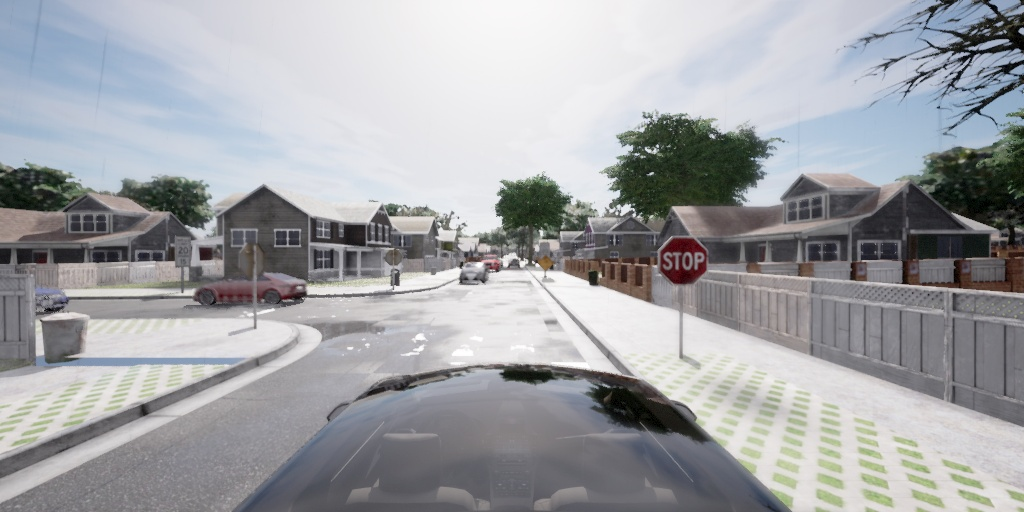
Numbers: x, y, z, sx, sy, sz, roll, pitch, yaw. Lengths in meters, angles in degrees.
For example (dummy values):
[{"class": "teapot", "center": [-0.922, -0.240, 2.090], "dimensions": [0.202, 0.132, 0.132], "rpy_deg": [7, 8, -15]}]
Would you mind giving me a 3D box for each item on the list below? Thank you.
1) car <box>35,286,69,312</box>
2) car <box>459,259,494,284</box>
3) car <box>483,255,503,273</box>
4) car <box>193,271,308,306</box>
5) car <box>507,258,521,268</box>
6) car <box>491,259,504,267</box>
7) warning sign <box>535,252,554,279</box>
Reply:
[{"class": "car", "center": [-18.874, 1.421, 12.760], "dimensions": [4.674, 1.442, 1.812], "rpy_deg": [0, 0, 0]}, {"class": "car", "center": [-2.739, 1.221, 26.658], "dimensions": [2.128, 1.511, 4.902], "rpy_deg": [0, 0, 1]}, {"class": "car", "center": [-2.640, 0.919, 43.759], "dimensions": [2.150, 2.045, 5.566], "rpy_deg": [0, 0, 0]}, {"class": "car", "center": [-11.371, 1.384, 15.786], "dimensions": [4.181, 1.385, 1.994], "rpy_deg": [0, 0, -1]}, {"class": "car", "center": [0.321, 1.184, 57.676], "dimensions": [1.812, 1.442, 4.674], "rpy_deg": [0, 0, 1]}, {"class": "car", "center": [-2.455, 1.193, 62.104], "dimensions": [2.033, 1.411, 5.357], "rpy_deg": [0, 0, 0]}, {"class": "warning sign", "center": [2.647, 0.843, 28.197], "dimensions": [1.300, 1.860, 1.060], "rpy_deg": [0, 0, 0]}]
